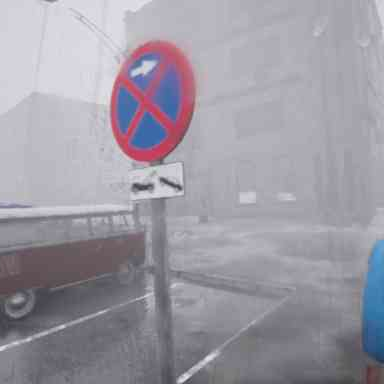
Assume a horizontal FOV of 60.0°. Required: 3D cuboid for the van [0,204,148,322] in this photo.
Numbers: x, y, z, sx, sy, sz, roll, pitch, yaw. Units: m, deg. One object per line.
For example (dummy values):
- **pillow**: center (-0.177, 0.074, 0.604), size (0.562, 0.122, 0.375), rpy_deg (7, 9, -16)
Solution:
- **van**: center (-2.865, 1.306, 7.509), size (1.878, 1.987, 4.442), rpy_deg (-1, 0, 36)
